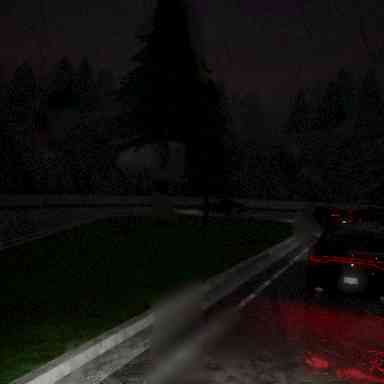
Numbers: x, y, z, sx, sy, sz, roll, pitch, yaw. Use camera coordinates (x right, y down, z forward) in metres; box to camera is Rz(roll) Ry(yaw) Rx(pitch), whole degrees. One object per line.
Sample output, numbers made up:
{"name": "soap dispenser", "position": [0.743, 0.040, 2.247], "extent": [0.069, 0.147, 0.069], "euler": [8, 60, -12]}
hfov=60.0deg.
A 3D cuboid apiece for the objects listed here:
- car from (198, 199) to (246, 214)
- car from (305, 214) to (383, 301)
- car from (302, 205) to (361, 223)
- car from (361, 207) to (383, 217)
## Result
{"name": "car", "position": [3.162, 1.503, 35.338], "extent": [5.008, 1.535, 1.882], "euler": [2, -1, 15]}
{"name": "car", "position": [4.209, 1.588, 8.622], "extent": [1.882, 1.535, 5.008], "euler": [2, 0, 27]}
{"name": "car", "position": [9.923, 1.758, 24.655], "extent": [1.837, 1.490, 4.892], "euler": [4, 0, -6]}
{"name": "car", "position": [15.780, 1.988, 28.775], "extent": [1.994, 1.385, 4.181], "euler": [2, 0, -20]}
